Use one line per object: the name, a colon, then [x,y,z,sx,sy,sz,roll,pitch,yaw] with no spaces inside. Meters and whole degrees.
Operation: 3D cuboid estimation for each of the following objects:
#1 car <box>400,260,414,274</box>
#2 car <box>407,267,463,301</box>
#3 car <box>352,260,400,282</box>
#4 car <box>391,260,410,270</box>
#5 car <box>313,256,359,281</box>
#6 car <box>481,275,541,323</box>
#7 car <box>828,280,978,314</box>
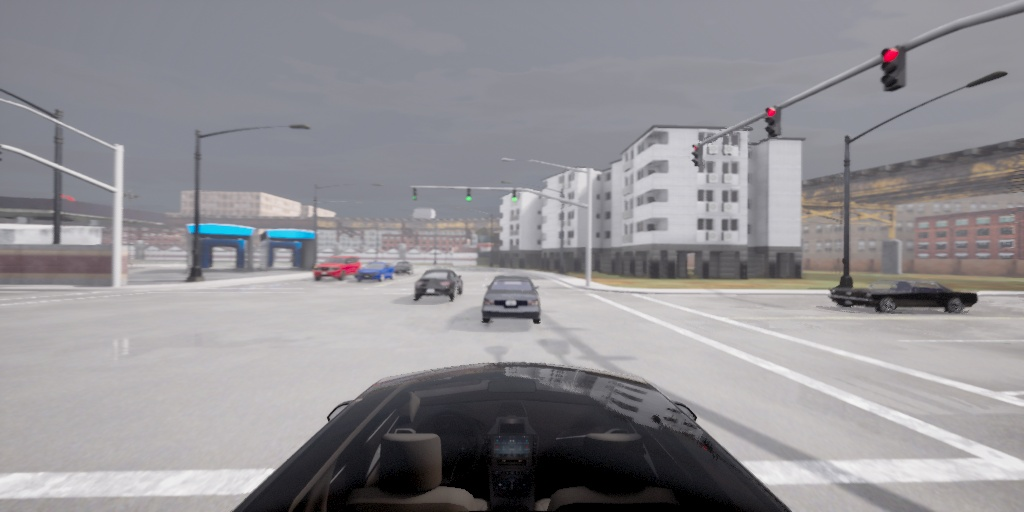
car: [-11.923,1.348,39.486,1.837,1.490,4.892,1,0,-9]
car: [-3.522,1.345,17.681,1.812,1.442,4.674,1,0,-1]
car: [-11.129,1.284,29.680,1.882,1.535,5.008,1,0,-3]
car: [-17.006,1.381,54.641,1.812,1.442,4.674,1,0,-28]
car: [-14.636,0.993,30.475,2.150,2.045,5.566,1,0,-3]
car: [-0.002,1.369,12.462,2.033,1.411,5.357,1,0,1]
car: [16.106,1.642,14.957,4.718,1.301,1.895,1,0,-3]
